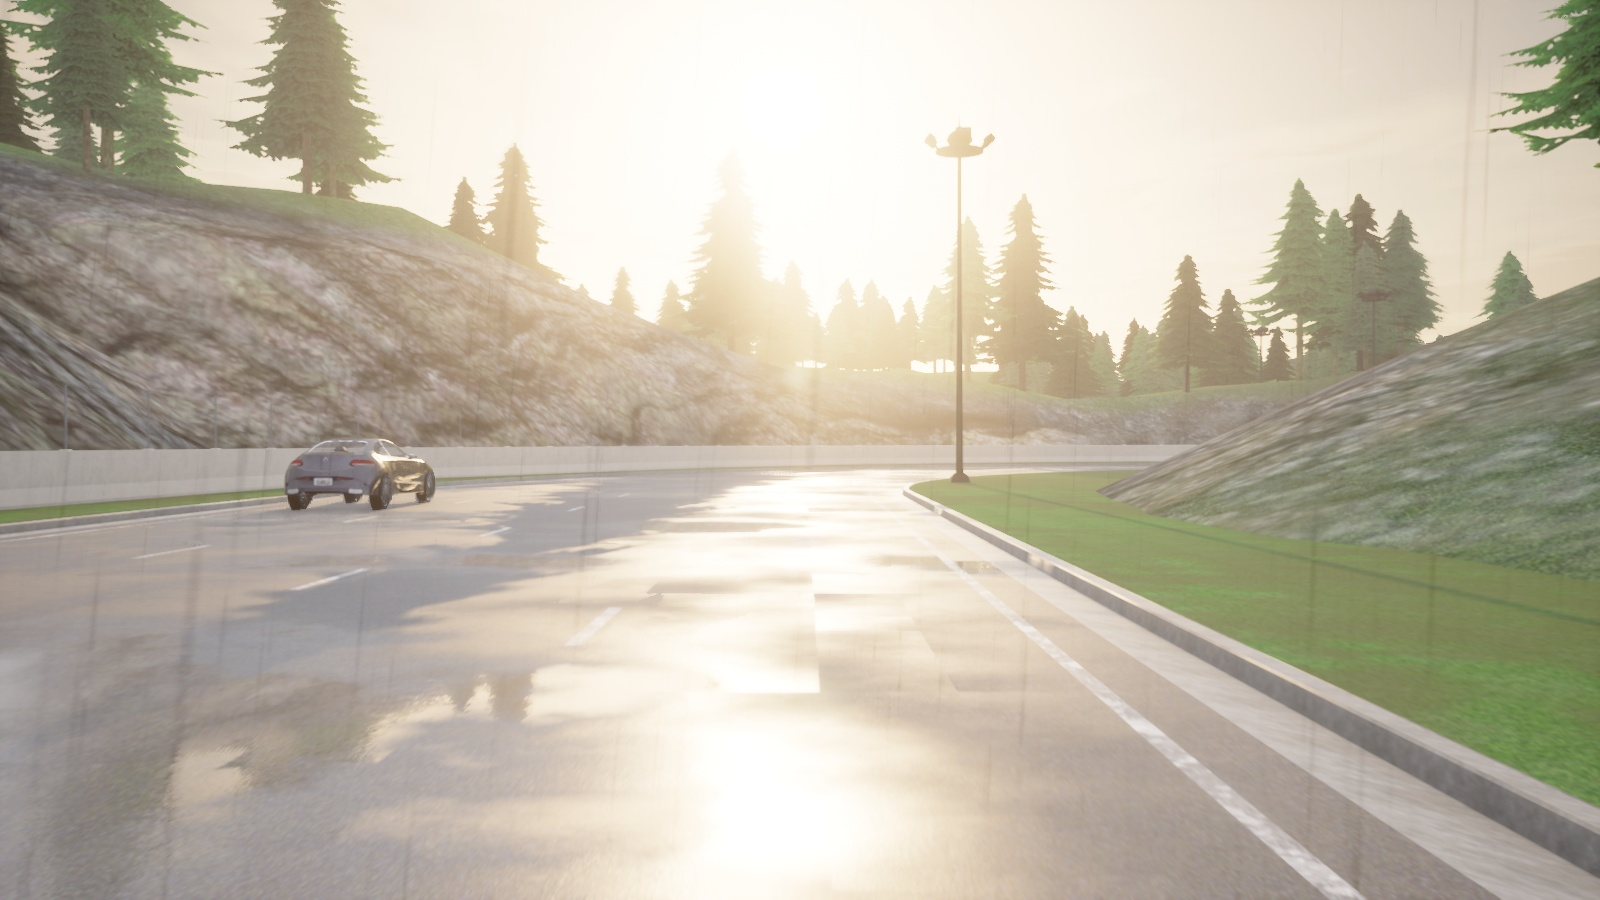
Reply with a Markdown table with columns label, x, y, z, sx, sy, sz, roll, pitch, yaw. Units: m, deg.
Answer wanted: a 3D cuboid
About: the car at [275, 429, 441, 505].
| label | x | y | z | sx | sy | sz | roll | pitch | yaw |
| --- | --- | --- | --- | --- | --- | --- | --- | --- | --- |
| car | -10.315 | 0.349 | 29.768 | 2.152 | 1.651 | 5.027 | 0 | 0 | 0 |
